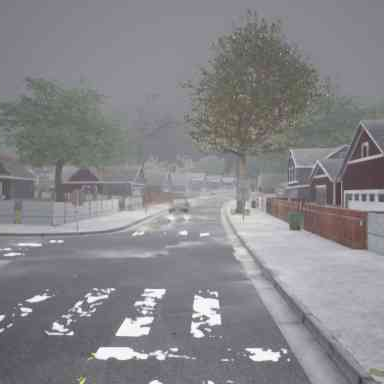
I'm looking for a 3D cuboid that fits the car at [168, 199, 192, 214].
[{"bbox_3d":[-1.183,1.423,33.943,1.812,1.442,4.674,0,1,5],"label":"car"}]
